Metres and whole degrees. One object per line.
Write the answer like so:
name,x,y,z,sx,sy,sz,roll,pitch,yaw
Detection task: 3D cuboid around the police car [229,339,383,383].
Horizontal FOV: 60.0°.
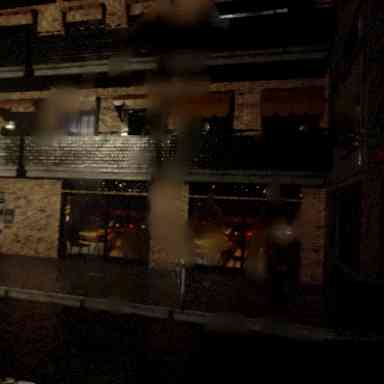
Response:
police car,2.800,1.680,2.239,5.238,1.638,1.930,2,-3,15
